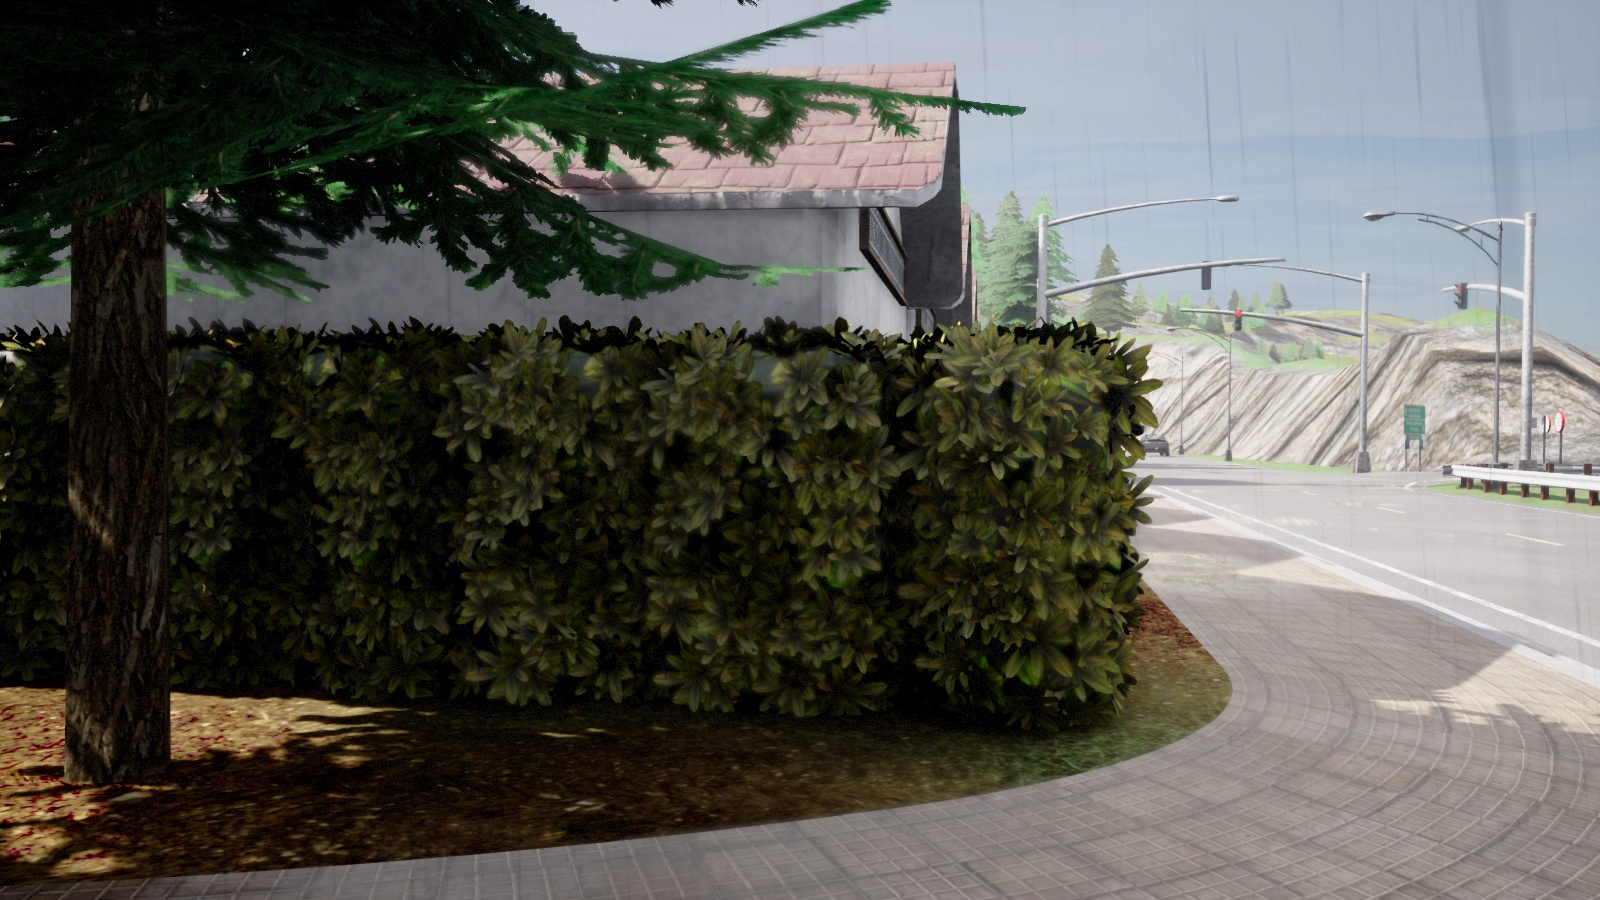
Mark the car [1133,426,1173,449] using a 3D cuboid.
[{"bbox_3d":[24.264,-0.899,86.467,2.128,1.511,4.902,0,1,9],"label":"car"}]
